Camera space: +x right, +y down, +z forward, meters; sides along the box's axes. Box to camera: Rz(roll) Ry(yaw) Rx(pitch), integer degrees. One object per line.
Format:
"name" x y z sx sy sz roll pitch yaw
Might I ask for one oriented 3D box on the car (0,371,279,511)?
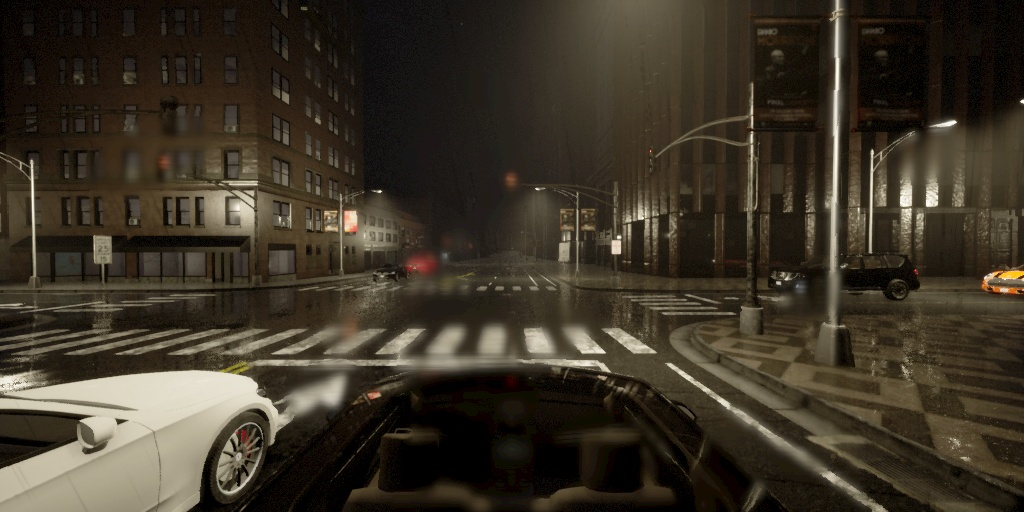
"car" -3.159 1.276 1.425 1.812 1.442 4.674 0 0 2

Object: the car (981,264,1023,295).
"car" 24.537 0.961 16.260 4.553 1.767 2.097 0 1 0

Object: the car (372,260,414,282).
"car" -9.762 1.278 29.328 1.812 1.442 4.674 0 0 1

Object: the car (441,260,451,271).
"car" -9.692 1.300 49.729 2.033 1.411 5.357 0 0 0

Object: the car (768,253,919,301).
"car" 14.868 0.868 16.249 5.566 2.045 2.150 0 1 1

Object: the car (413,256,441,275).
"car" -9.729 0.975 39.250 2.150 2.045 5.566 0 0 0
